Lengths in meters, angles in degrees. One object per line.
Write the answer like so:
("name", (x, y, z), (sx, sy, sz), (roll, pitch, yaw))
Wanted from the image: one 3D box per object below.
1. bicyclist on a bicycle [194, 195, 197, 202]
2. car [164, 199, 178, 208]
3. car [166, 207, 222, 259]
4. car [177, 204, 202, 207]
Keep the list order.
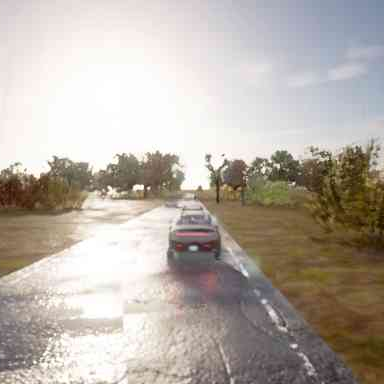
("bicyclist on a bicycle", (0.781, 1.520, 80.444), (0.659, 1.776, 1.843), (0, 0, 0))
("car", (-3.108, 1.709, 49.819), (1.895, 1.301, 4.718), (0, 0, 0))
("car", (0.062, 1.525, 12.678), (2.128, 1.511, 4.902), (0, 0, 0))
("car", (0.048, 1.667, 26.544), (1.895, 1.301, 4.718), (0, 0, 0))
